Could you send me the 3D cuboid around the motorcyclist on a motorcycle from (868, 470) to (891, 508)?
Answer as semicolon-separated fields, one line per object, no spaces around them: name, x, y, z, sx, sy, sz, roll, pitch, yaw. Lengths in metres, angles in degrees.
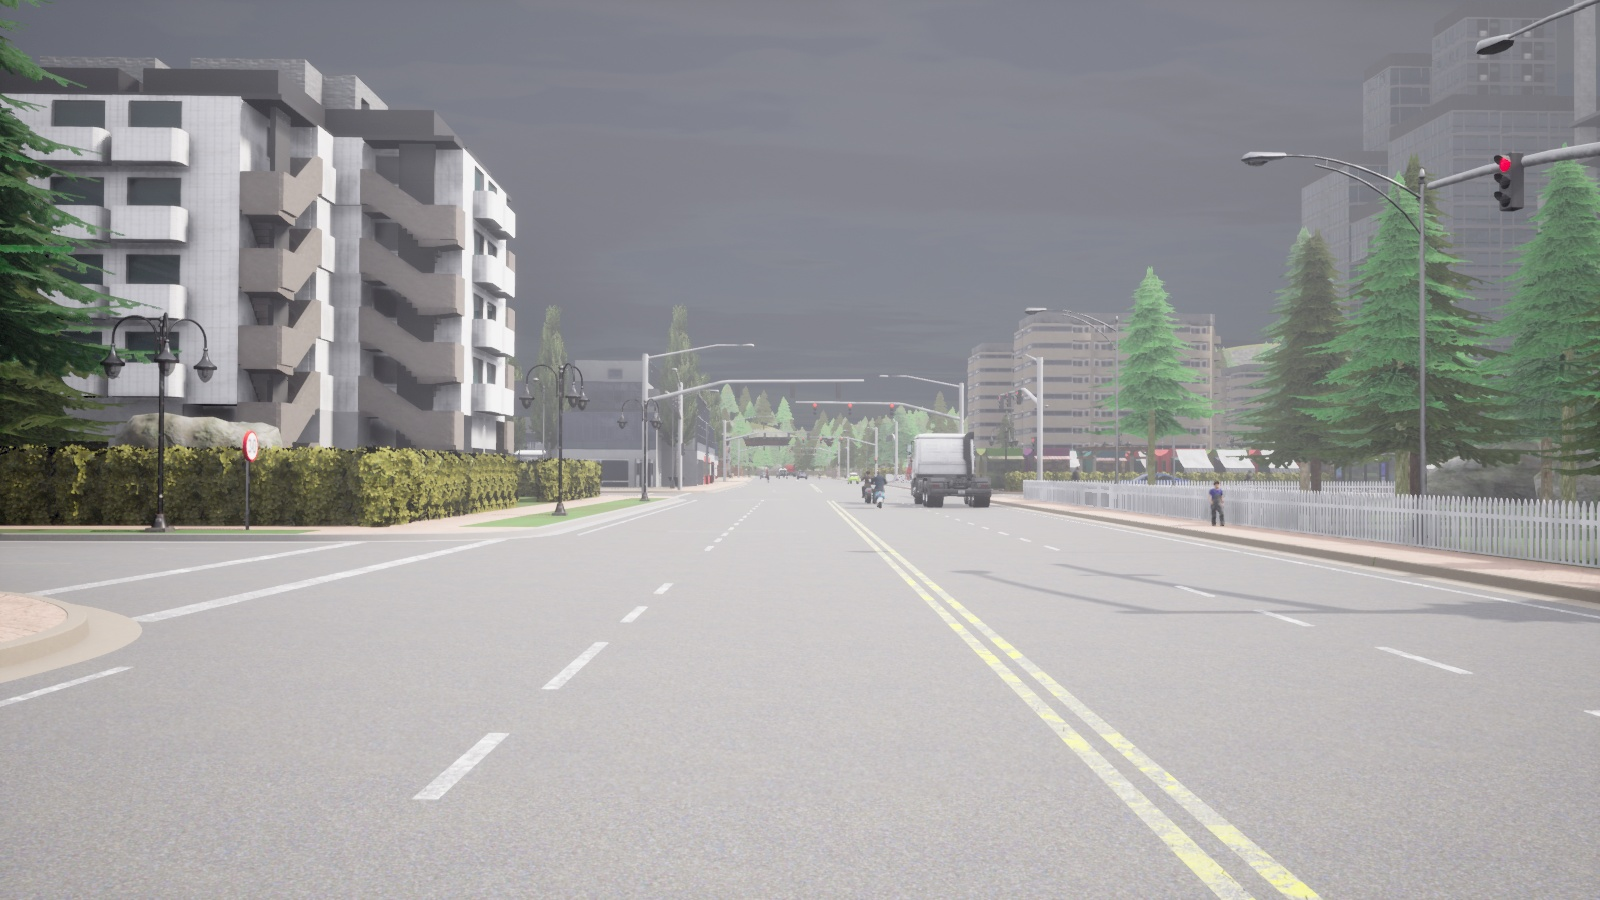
motorcyclist on a motorcycle;3.364;1.650;53.442;0.866;1.590;1.817;0;-1;0

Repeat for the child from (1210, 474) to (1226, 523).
child;10.926;1.259;32.815;0.270;1.263;0.437;0;-1;0

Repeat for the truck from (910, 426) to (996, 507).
truck;6.860;0.768;57.460;2.891;3.462;7.936;0;-1;0

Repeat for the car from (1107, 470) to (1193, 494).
car;22.624;2.063;81.258;5.008;1.535;1.882;0;-1;-2
